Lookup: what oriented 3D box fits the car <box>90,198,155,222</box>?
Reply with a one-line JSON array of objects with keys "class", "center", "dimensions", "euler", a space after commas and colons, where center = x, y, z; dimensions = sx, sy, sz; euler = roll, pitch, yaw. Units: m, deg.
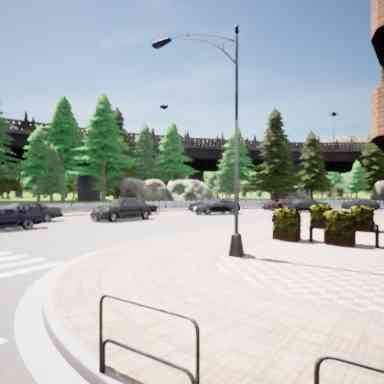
[{"class": "car", "center": [-5.385, 1.255, 25.277], "dimensions": [2.097, 1.767, 4.553], "euler": [0, 0, 41]}]

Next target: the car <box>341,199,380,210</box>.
[{"class": "car", "center": [20.476, 1.494, 40.419], "dimensions": [4.181, 1.385, 1.994], "euler": [0, 0, 2]}]

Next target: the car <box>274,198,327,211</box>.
[{"class": "car", "center": [12.136, 1.468, 36.330], "dimensions": [5.357, 1.411, 2.033], "euler": [0, 0, -12]}]

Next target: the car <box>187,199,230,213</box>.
[{"class": "car", "center": [1.747, 1.466, 35.732], "dimensions": [4.181, 1.385, 1.994], "euler": [0, 0, -29]}]

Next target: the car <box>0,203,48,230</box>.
[{"class": "car", "center": [-10.842, 1.502, 18.415], "dimensions": [1.895, 1.301, 4.718], "euler": [0, 0, 36]}]

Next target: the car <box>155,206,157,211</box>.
[{"class": "car", "center": [-5.571, 1.497, 30.305], "dimensions": [4.718, 1.301, 1.895], "euler": [0, 0, -44]}]

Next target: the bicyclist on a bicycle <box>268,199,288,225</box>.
[{"class": "bicyclist on a bicycle", "center": [5.226, 1.230, 19.824], "dimensions": [0.582, 1.620, 1.656], "euler": [0, 0, -44]}]

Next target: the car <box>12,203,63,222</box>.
[{"class": "car", "center": [-11.720, 1.442, 22.947], "dimensions": [2.033, 1.411, 5.357], "euler": [0, 0, 37]}]

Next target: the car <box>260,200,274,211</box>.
[{"class": "car", "center": [10.373, 1.439, 39.237], "dimensions": [4.674, 1.442, 1.812], "euler": [0, 0, -14]}]

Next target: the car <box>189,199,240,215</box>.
[{"class": "car", "center": [2.361, 1.400, 32.171], "dimensions": [4.902, 1.511, 2.128], "euler": [0, 0, -31]}]
